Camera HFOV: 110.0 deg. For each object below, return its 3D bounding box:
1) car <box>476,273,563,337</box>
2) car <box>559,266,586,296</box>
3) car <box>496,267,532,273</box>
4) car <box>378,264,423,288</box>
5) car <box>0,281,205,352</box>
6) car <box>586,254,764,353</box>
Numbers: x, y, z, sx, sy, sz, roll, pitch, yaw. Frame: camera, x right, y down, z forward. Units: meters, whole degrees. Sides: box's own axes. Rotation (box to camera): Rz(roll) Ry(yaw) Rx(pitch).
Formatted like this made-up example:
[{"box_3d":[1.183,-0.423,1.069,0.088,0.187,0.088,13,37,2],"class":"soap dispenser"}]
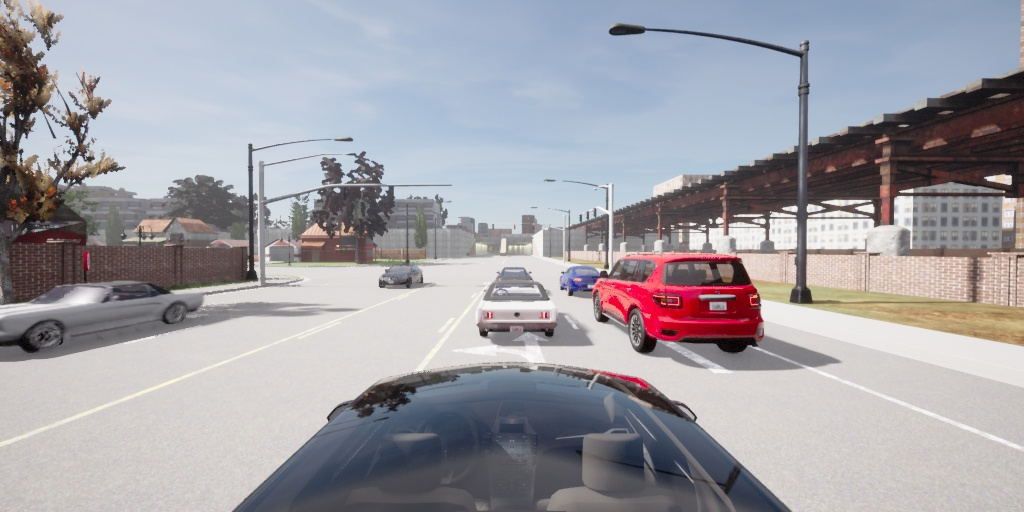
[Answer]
[{"box_3d":[0.107,1.335,10.235,1.895,1.301,4.718,0,0,0],"class":"car"},{"box_3d":[3.615,1.221,18.683,1.812,1.442,4.674,0,0,0],"class":"car"},{"box_3d":[0.113,1.255,18.986,1.994,1.385,4.181,0,0,0],"class":"car"},{"box_3d":[-6.986,1.232,23.018,1.812,1.442,4.674,0,0,0],"class":"car"},{"box_3d":[-10.586,1.341,8.993,1.895,1.301,4.718,0,0,0],"class":"car"},{"box_3d":[3.607,0.961,8.982,2.150,2.045,5.566,0,0,0],"class":"car"}]
